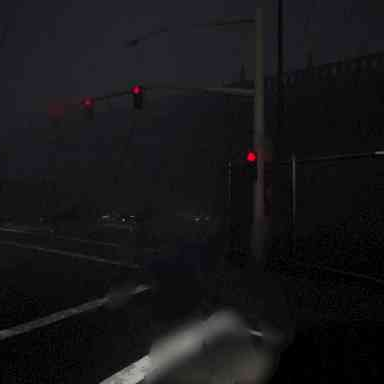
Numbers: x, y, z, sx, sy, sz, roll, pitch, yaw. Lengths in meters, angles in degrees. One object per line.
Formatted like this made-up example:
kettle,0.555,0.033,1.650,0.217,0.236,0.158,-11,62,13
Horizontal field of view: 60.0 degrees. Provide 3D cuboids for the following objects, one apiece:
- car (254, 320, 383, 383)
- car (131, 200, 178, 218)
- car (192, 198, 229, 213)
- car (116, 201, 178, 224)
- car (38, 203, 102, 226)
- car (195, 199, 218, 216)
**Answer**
car,3.007,1.547,1.823,5.357,1.411,2.033,0,0,36
car,-3.447,1.581,31.684,1.812,1.442,4.674,0,0,36
car,2.332,1.547,39.822,2.128,1.511,4.902,0,0,35
car,-3.334,1.603,25.811,2.033,1.411,5.357,0,0,35
car,-8.737,1.581,24.284,1.812,1.442,4.674,0,0,37
car,2.501,1.603,34.021,2.033,1.411,5.357,0,0,35
